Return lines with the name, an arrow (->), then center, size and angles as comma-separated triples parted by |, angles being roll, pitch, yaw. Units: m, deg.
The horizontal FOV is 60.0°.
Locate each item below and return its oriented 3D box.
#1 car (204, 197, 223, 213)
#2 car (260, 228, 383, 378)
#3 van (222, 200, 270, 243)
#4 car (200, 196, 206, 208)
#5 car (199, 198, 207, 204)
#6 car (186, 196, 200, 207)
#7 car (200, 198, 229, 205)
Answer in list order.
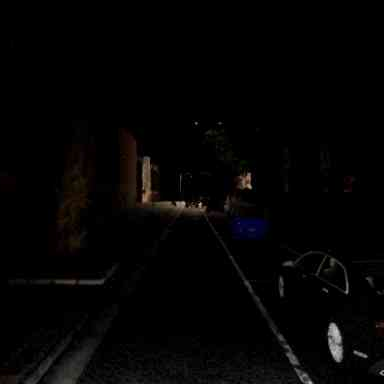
car -> 2.750, 1.733, 40.400 | 1.882, 1.535, 5.008 | 0, 0, 0
car -> 2.647, 1.582, 5.521 | 2.008, 1.369, 4.403 | 1, 0, 0
van -> 2.650, 1.437, 16.421 | 1.690, 1.788, 3.998 | 1, 0, 0
car -> 2.649, 1.678, 54.566 | 2.192, 1.841, 5.009 | 1, 0, 0
car -> 2.646, 2.139, 80.994 | 1.887, 1.381, 4.507 | 1, -1, 0
car -> 0.000, 1.694, 53.694 | 1.812, 1.442, 4.674 | 0, 0, 0
car -> 4.381, 1.800, 65.854 | 5.357, 1.411, 2.033 | 0, -1, -22
